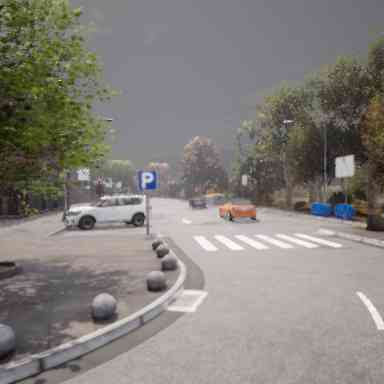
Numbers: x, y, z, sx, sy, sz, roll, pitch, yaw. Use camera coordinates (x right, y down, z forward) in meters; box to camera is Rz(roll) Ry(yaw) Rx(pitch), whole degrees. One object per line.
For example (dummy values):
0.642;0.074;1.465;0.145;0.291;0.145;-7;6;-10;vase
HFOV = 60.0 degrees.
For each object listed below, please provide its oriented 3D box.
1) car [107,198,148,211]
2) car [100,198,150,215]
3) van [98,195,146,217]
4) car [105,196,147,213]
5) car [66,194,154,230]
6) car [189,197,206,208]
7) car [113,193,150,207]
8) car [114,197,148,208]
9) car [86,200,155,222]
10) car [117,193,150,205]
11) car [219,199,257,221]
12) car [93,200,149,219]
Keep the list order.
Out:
-8.266;1.608;42.729;4.674;1.452;2.002;-1;0;-28;car
-7.410;1.558;36.778;5.008;1.535;2.097;-1;0;-28;car
-7.097;1.330;33.747;4.442;1.987;1.878;-1;0;-28;van
-7.876;1.438;39.746;4.553;1.767;2.185;-1;0;-28;car
-5.291;1.285;21.892;5.566;2.045;2.435;-1;0;-28;car
0.731;1.501;46.786;2.128;1.511;4.902;0;0;-8;car
-9.928;1.343;54.638;5.566;2.045;2.435;-1;0;-28;car
-9.504;1.617;51.667;4.792;1.488;2.163;-1;0;-28;car
-5.970;1.538;27.950;5.366;1.575;1.946;-1;0;-28;car
-11.199;1.373;63.565;5.566;2.045;2.435;-2;0;-28;car
3.587;1.329;26.934;2.097;1.767;4.553;0;0;-8;car
-6.569;1.589;30.835;4.674;1.452;2.002;-1;0;-28;car
